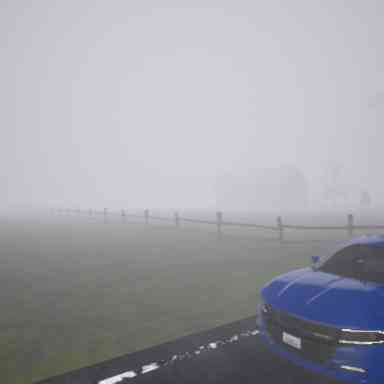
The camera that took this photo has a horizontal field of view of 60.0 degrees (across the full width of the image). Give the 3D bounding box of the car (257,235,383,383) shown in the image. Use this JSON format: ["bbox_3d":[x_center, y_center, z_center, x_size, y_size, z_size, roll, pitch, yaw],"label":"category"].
[{"bbox_3d":[3.208,1.475,5.352,5.008,1.535,1.882,0,0,-35],"label":"car"}]
